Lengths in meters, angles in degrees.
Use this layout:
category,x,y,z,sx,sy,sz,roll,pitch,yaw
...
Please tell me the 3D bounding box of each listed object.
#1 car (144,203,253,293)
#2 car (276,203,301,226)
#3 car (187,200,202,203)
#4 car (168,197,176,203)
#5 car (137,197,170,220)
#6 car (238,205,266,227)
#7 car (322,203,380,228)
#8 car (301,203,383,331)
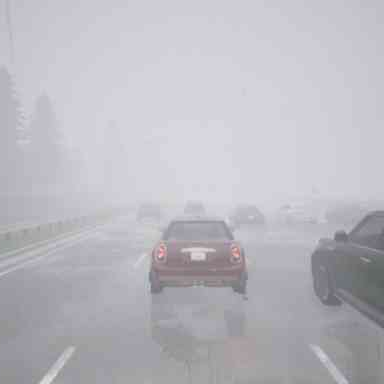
category,x,y,z,sx,sy,sz,roll,pitch,yaw
car,0.140,1.344,9.005,2.097,1.767,4.553,0,0,0
car,7.179,1.493,23.041,1.812,1.442,4.674,0,0,0
car,0.213,1.481,28.387,1.837,1.490,4.892,0,0,0
car,-3.245,1.448,44.236,1.882,1.535,5.008,0,0,0
car,-3.313,1.478,27.407,2.128,1.511,4.902,0,0,0
car,3.692,1.538,22.712,1.994,1.385,4.181,0,0,0
car,10.694,1.524,22.774,1.994,1.385,4.181,0,0,0
car,3.623,1.210,4.855,2.150,2.045,5.566,0,0,0
